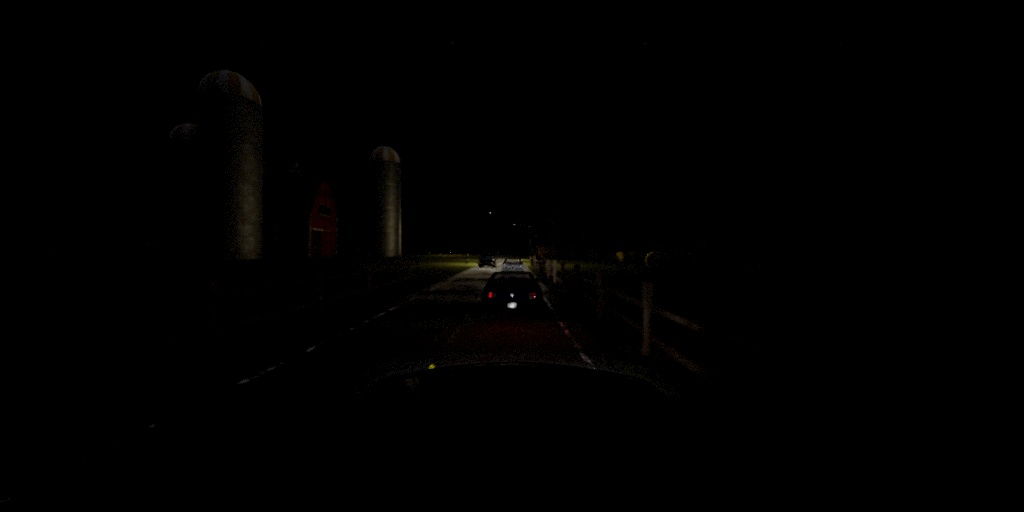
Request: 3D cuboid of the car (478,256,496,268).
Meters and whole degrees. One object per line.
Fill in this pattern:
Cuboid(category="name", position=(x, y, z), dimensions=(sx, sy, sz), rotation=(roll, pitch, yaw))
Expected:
Cuboid(category="car", position=(-2.818, 0.658, 41.687), dimensions=(2.033, 1.411, 5.357), rotation=(0, 1, 0))

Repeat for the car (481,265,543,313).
Cuboid(category="car", position=(0.025, 1.168, 12.978), dimensions=(1.895, 1.301, 4.718), rotation=(0, 1, 0))

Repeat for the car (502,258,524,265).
Cuboid(category="car", position=(0.090, 0.862, 32.034), dimensions=(1.895, 1.301, 4.718), rotation=(0, 1, 0))
